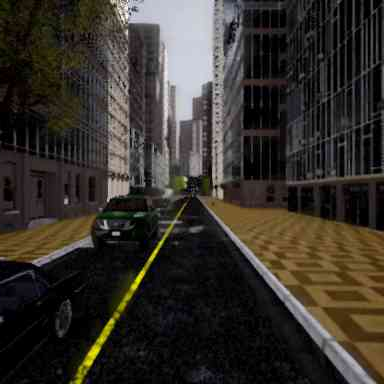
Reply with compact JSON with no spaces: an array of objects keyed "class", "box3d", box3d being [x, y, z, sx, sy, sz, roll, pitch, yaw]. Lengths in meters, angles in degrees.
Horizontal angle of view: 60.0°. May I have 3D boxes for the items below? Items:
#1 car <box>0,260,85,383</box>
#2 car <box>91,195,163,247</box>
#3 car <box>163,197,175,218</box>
[{"class":"car","box3d":[-2.843,1.588,3.715,1.895,1.301,4.718,0,0,0]},{"class":"car","box3d":[-2.797,1.186,15.085,2.150,2.045,5.566,0,0,0]},{"class":"car","box3d":[-2.680,1.298,29.835,2.097,1.767,4.553,0,0,0]}]
